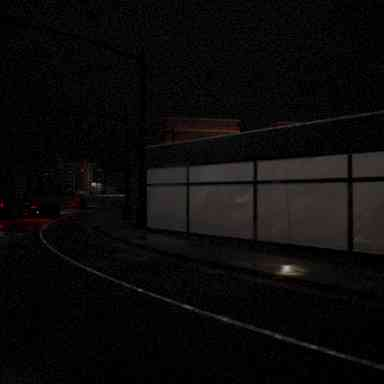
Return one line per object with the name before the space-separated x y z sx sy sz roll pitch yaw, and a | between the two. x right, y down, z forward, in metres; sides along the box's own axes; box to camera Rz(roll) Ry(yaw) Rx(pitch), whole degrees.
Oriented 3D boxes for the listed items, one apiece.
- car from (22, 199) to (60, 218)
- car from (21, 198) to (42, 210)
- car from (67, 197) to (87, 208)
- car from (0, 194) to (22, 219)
car | -13.342 1.491 30.214 2.128 1.511 4.902 0 0 -11
car | -20.756 1.546 42.971 1.994 1.385 4.181 0 0 -33
car | -16.102 1.458 46.746 1.882 1.535 5.008 0 0 -7
car | -16.725 1.221 29.298 2.150 2.045 5.566 0 0 -11
